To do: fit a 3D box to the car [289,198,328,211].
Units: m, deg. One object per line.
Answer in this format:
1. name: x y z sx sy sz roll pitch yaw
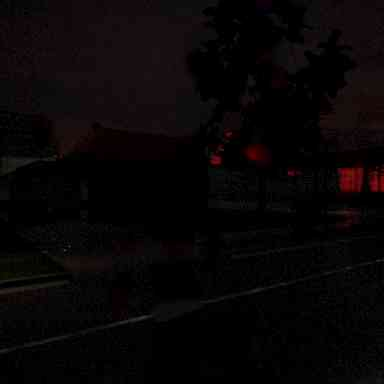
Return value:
1. car: 14.392 1.548 41.261 1.882 1.535 5.008 0 0 -34
